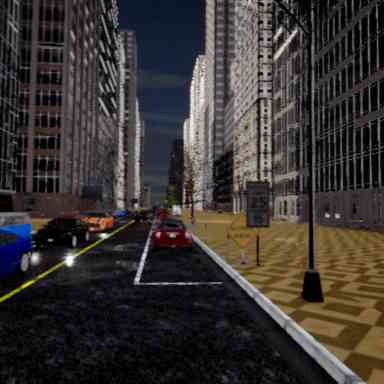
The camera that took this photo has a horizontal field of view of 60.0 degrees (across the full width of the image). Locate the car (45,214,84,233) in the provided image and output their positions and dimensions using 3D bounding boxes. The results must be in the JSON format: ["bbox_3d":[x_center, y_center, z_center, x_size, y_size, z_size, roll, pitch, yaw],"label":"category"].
[{"bbox_3d":[-10.707,2.606,28.287,1.887,1.381,4.507,1,-2,-6],"label":"car"}]

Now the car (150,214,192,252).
[{"bbox_3d":[-1.106,2.182,17.799,1.967,1.590,4.097,1,-2,-6],"label":"car"}]

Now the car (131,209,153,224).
[{"bbox_3d":[-6.290,3.222,42.396,1.837,1.490,4.892,1,-2,-6],"label":"car"}]

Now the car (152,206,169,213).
[{"bbox_3d":[-4.042,3.217,46.071,2.192,1.841,5.009,1,-2,-6],"label":"car"}]

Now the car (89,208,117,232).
[{"bbox_3d":[-8.108,2.465,28.704,2.097,1.767,4.553,1,-2,-5],"label":"car"}]

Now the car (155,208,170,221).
[{"bbox_3d":[-4.606,3.450,51.727,2.192,1.841,5.009,1,-2,-6],"label":"car"}]

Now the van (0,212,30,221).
[{"bbox_3d":[-9.686,1.937,16.974,1.690,1.788,3.998,1,-2,-6],"label":"van"}]

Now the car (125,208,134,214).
[{"bbox_3d":[-16.897,5.173,90.506,2.008,1.369,4.403,1,-2,-6],"label":"car"}]

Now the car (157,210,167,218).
[{"bbox_3d":[-5.754,4.132,63.200,1.752,1.417,4.829,1,-2,-6],"label":"car"}]

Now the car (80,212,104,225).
[{"bbox_3d":[-11.825,3.092,39.598,1.947,1.339,4.313,1,-2,-6],"label":"car"}]

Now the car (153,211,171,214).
[{"bbox_3d":[-2.921,3.019,34.747,1.802,1.307,4.206,1,-2,-6],"label":"car"}]

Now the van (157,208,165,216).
[{"bbox_3d":[-6.861,4.406,74.351,1.690,1.788,3.998,1,-2,-6],"label":"van"}]

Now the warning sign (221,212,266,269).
[{"bbox_3d":[1.768,1.632,11.600,1.300,1.860,1.060,1,-3,-6],"label":"warning sign"}]

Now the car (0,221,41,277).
[{"bbox_3d":[-6.207,1.793,9.301,1.882,1.535,5.008,1,-2,-6],"label":"car"}]

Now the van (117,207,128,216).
[{"bbox_3d":[-14.638,4.031,67.890,1.690,1.788,3.998,1,-2,-6],"label":"van"}]

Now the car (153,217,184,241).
[{"bbox_3d":[-1.728,2.539,23.443,1.947,1.339,4.313,1,-2,-6],"label":"car"}]

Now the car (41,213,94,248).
[{"bbox_3d":[-7.145,2.180,18.712,1.882,1.535,5.008,1,-2,-6],"label":"car"}]

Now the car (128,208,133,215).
[{"bbox_3d":[-15.770,4.721,79.193,1.947,1.339,4.313,1,-2,-6],"label":"car"}]
